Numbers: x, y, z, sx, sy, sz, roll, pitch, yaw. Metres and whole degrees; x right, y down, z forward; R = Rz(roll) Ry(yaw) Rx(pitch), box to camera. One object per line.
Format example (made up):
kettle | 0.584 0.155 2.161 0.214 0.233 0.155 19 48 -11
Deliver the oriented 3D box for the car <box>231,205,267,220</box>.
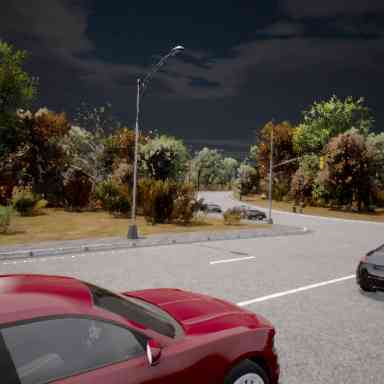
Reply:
car | 5.797 2.179 36.053 2.033 1.411 5.357 3 -1 -26

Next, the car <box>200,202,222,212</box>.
car | 2.529 2.082 44.849 1.994 1.385 4.181 3 0 -19

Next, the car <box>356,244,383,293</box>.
car | 5.777 1.665 7.922 4.181 1.385 1.994 1 -1 -35

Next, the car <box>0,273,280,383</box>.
car | -1.371 1.479 2.768 5.008 1.535 1.882 0 0 -36
